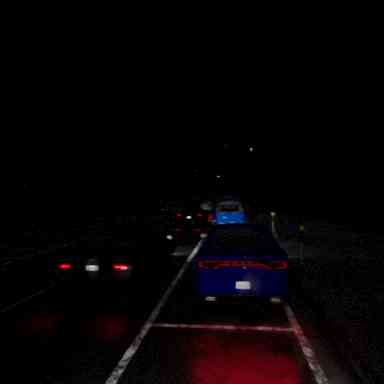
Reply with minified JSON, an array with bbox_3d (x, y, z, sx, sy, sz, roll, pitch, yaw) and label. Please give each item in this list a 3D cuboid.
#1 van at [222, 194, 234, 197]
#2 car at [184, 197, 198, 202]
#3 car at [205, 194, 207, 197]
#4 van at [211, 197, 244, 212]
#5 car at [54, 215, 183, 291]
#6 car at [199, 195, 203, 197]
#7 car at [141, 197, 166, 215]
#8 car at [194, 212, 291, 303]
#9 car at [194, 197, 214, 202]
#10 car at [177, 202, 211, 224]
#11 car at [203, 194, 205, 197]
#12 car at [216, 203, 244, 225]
[{"bbox_3d":[4.242,1.448,36.505,1.690,1.788,3.998,-1,0,7],"label":"van"},{"bbox_3d":[-0.338,1.759,47.575,2.033,1.411,5.357,-1,0,7],"label":"car"},{"bbox_3d":[2.206,1.879,91.678,1.887,1.381,4.507,-1,0,7],"label":"car"},{"bbox_3d":[2.241,1.404,19.642,1.690,1.788,3.998,-1,0,7],"label":"van"},{"bbox_3d":[-1.754,1.617,9.329,2.033,1.411,5.357,-1,0,7],"label":"car"},{"bbox_3d":[0.902,1.834,80.684,1.752,1.417,4.829,-1,0,7],"label":"car"},{"bbox_3d":[-4.228,1.541,37.469,2.192,1.841,5.009,-1,0,7],"label":"car"},{"bbox_3d":[1.188,1.503,8.338,1.882,1.535,5.008,-1,0,7],"label":"car"},{"bbox_3d":[1.664,1.677,38.996,1.812,1.442,4.674,-1,0,7],"label":"car"},{"bbox_3d":[0.023,1.677,24.305,1.994,1.385,4.181,-1,0,7],"label":"car"},{"bbox_3d":[1.564,1.872,86.265,2.008,1.369,4.403,-1,0,7],"label":"car"},{"bbox_3d":[2.911,1.623,25.262,1.887,1.381,4.507,-1,0,7],"label":"car"}]
